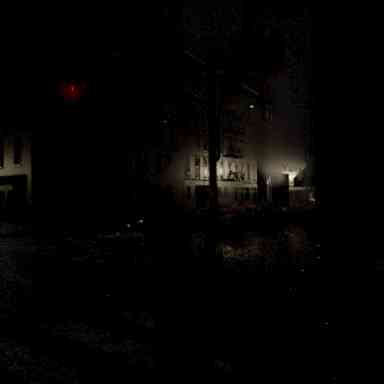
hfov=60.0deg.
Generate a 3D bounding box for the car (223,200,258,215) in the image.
[{"bbox_3d":[5.352,1.667,35.994,1.752,1.417,4.829,-1,-1,35],"label":"car"}]

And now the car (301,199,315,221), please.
[{"bbox_3d":[8.885,1.557,27.123,1.752,1.417,4.829,-1,-1,35],"label":"car"}]

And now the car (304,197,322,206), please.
[{"bbox_3d":[21.366,1.672,58.464,1.752,1.417,4.829,-1,-1,35],"label":"car"}]

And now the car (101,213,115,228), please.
[{"bbox_3d":[-4.155,1.713,22.649,1.947,1.339,4.313,-1,-1,35],"label":"car"}]

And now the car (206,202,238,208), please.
[{"bbox_3d":[2.249,1.688,31.638,1.887,1.381,4.507,-1,-1,35],"label":"car"}]

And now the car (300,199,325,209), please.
[{"bbox_3d":[17.839,1.709,48.973,2.033,1.411,5.357,-1,-1,35],"label":"car"}]

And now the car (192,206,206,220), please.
[{"bbox_3d":[-0.952,1.727,27.143,1.802,1.307,4.206,-1,-1,35],"label":"car"}]

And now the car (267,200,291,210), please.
[{"bbox_3d":[11.855,1.723,45.120,1.802,1.307,4.206,-1,-1,35],"label":"car"}]

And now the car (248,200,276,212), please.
[{"bbox_3d":[8.653,1.722,40.626,1.802,1.307,4.206,-1,-1,35],"label":"car"}]

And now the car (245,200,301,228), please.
[{"bbox_3d":[5.583,1.474,22.490,1.967,1.590,4.097,-1,-1,35],"label":"car"}]

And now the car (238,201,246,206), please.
[{"bbox_3d":[6.883,1.584,33.766,1.882,1.535,5.008,-1,-1,36],"label":"car"}]

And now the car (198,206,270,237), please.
[{"bbox_3d":[2.382,1.618,17.994,1.802,1.307,4.206,-1,-1,35],"label":"car"}]

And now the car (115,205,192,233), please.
[{"bbox_3d":[-2.273,1.638,20.917,1.812,1.442,4.674,-1,0,35],"label":"car"}]
